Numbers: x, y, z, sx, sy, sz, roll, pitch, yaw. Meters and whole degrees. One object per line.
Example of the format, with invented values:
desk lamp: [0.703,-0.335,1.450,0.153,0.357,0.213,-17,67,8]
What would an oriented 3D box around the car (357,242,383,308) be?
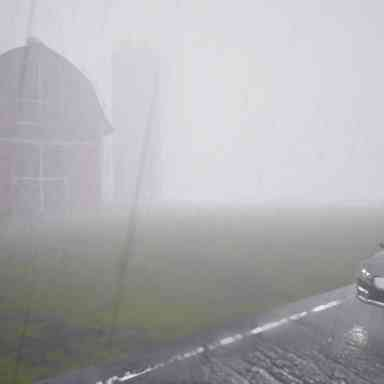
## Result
car: [5.346,1.487,6.946,4.902,1.511,2.128,0,0,-36]

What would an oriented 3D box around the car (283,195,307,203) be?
car: [19.619,1.327,63.674,1.812,1.442,4.674,-1,1,-39]
